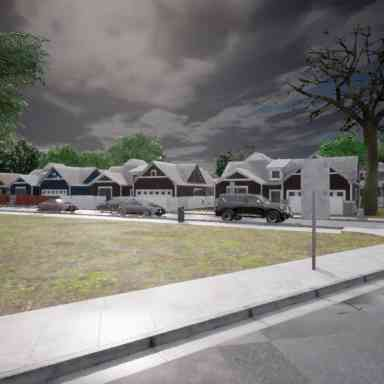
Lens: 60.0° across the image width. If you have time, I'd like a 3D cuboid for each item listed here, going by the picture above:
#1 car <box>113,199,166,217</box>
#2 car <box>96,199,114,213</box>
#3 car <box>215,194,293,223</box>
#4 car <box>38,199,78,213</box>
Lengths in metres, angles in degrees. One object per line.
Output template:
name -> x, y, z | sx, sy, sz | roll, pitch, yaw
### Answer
car -> -4.376, 1.448, 28.938 | 4.181, 1.385, 1.994 | 0, 0, 29
car -> -7.624, 1.401, 34.012 | 4.674, 1.442, 1.812 | 0, 0, 28
car -> 4.371, 1.146, 24.027 | 5.566, 2.045, 2.150 | 0, 0, 30
car -> -13.681, 1.407, 33.873 | 4.181, 1.385, 1.994 | 0, 0, 27
